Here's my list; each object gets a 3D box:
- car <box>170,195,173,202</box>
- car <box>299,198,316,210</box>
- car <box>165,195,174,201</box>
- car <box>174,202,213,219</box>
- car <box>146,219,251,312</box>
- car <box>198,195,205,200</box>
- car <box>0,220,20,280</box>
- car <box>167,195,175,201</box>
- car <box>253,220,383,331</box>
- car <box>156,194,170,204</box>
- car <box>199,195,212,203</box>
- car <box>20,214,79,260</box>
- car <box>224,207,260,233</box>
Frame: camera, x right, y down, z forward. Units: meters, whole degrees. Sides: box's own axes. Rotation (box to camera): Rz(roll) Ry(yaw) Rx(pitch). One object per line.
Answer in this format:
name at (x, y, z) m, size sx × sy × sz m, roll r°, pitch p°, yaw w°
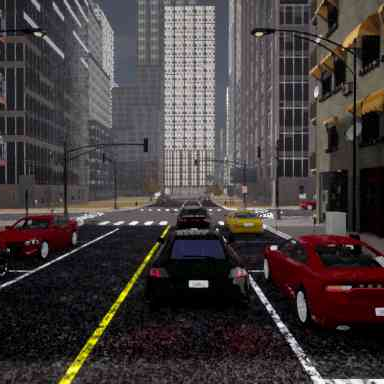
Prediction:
car at (-5.659, 1.313, 67.034) m, size 2.192 × 1.841 × 5.009 m, roll -1°, pitch 0°, yaw 0°
car at (14.274, 1.256, 37.060) m, size 4.507 × 1.381 × 1.887 m, roll -1°, pitch 1°, yaw 0°
car at (-5.648, 1.524, 83.543) m, size 1.752 × 1.417 × 4.829 m, roll -1°, pitch 0°, yaw 0°
car at (0.088, 1.503, 17.763) m, size 1.837 × 1.490 × 4.892 m, roll 0°, pitch 0°, yaw -1°
car at (0.108, 1.563, 7.778) m, size 1.994 × 1.385 × 4.181 m, roll 0°, pitch 0°, yaw 0°
car at (2.741, 1.582, 94.826) m, size 1.802 × 1.307 × 4.206 m, roll -1°, pitch 0°, yaw 0°
car at (-5.696, 1.439, 6.914) m, size 1.967 × 1.590 × 4.097 m, roll -1°, pitch 0°, yaw 0°
car at (-5.643, 1.544, 89.272) m, size 1.887 × 1.381 × 4.507 m, roll -1°, pitch 0°, yaw 0°
car at (2.686, 1.544, 6.895) m, size 1.887 × 1.381 × 4.507 m, roll -1°, pitch 0°, yaw 0°
car at (-5.660, 1.542, 61.474) m, size 1.887 × 1.381 × 4.507 m, roll -1°, pitch 0°, yaw 0°
car at (2.718, 1.437, 61.468) m, size 1.967 × 1.590 × 4.097 m, roll -1°, pitch 0°, yaw 0°
car at (-5.691, 1.543, 12.438) m, size 1.887 × 1.381 × 4.507 m, roll -1°, pitch 0°, yaw 0°
car at (2.693, 1.523, 18.112) m, size 1.752 × 1.417 × 4.829 m, roll -1°, pitch 0°, yaw 0°
